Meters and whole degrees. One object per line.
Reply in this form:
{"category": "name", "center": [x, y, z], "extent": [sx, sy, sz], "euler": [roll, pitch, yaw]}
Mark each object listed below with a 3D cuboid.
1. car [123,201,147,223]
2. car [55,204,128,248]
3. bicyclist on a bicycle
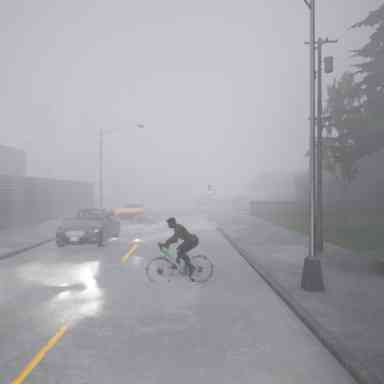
{"category": "car", "center": [-4.639, 1.476, 26.026], "extent": [1.882, 1.535, 5.008], "euler": [0, 0, -1]}
{"category": "car", "center": [-4.444, 1.492, 14.842], "extent": [2.128, 1.511, 4.902], "euler": [0, 0, -1]}
{"category": "bicyclist on a bicycle", "center": [-0.313, 1.443, 8.130], "extent": [1.656, 1.620, 0.582], "euler": [-2, 0, -1]}
